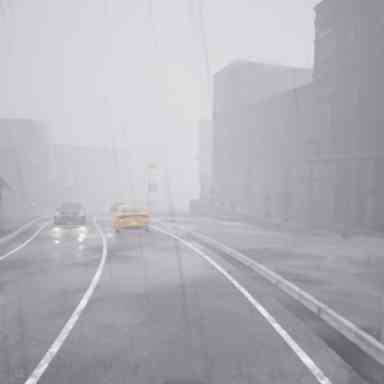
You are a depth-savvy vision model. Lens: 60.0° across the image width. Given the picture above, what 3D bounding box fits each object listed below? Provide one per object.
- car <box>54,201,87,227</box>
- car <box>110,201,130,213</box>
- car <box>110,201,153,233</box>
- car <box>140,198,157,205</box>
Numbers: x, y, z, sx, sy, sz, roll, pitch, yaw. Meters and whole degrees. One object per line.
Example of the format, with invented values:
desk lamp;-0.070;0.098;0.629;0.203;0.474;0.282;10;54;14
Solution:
car;-8.912;1.508;24.644;2.097;1.767;4.553;-1;0;-17
car;-8.750;1.789;40.549;1.994;1.385;4.181;0;-1;-7
car;-3.880;1.558;20.467;1.882;1.535;5.008;-1;0;-17
car;-8.703;1.878;65.579;1.837;1.490;4.892;2;0;22
